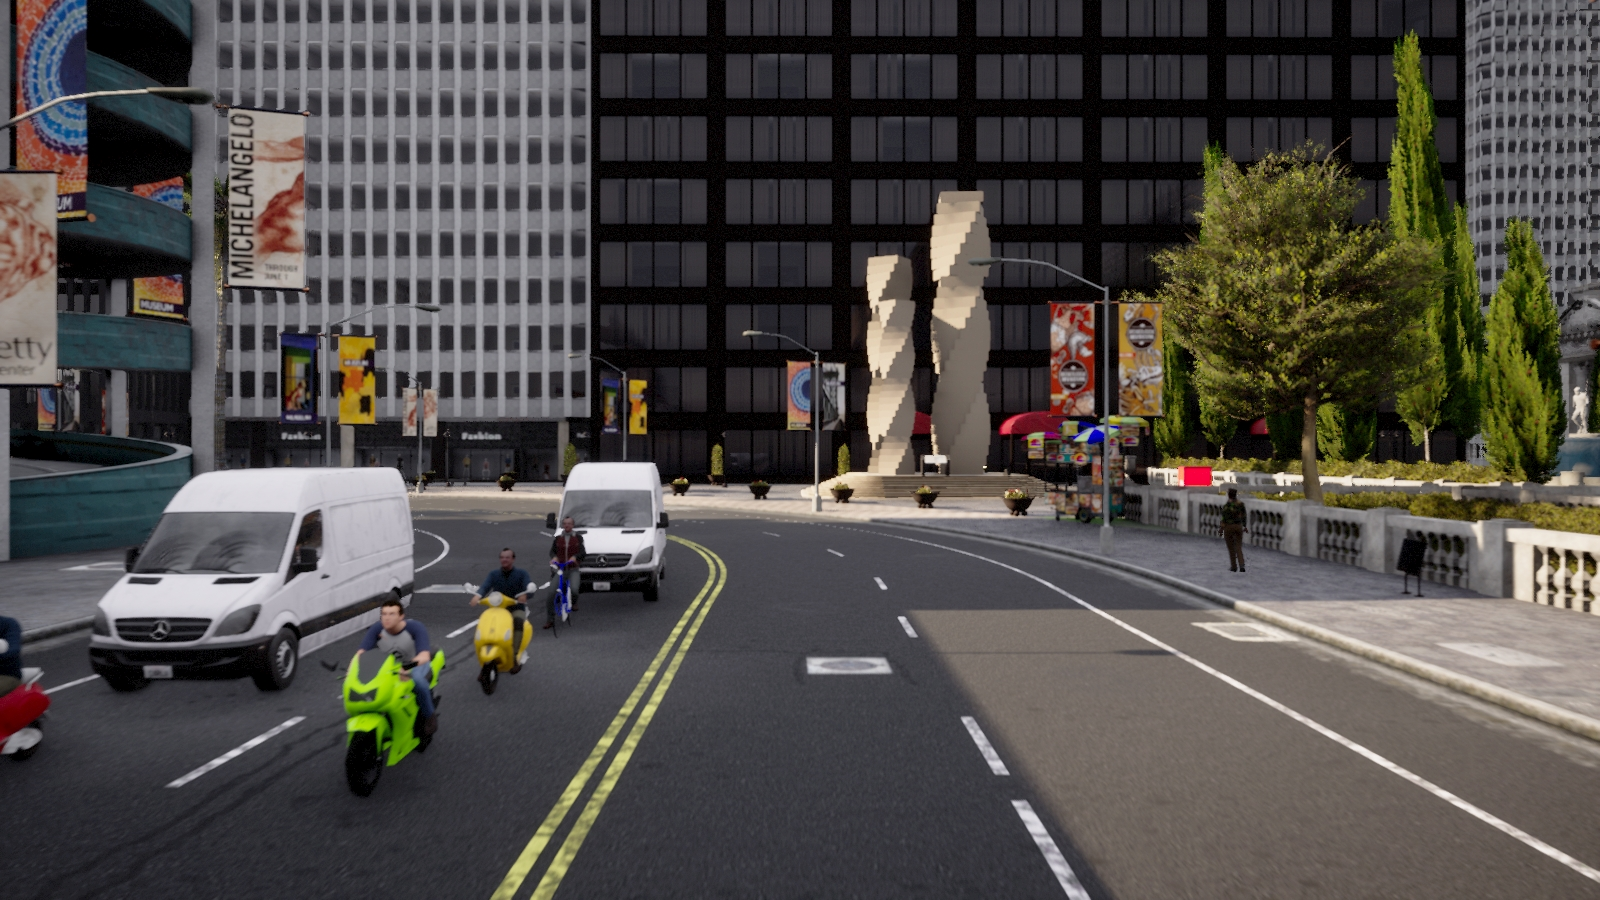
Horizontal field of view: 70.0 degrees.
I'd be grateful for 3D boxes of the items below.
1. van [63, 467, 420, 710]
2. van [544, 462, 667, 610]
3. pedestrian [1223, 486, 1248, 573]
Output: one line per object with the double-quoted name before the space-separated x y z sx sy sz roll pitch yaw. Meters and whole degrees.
"van" -7.060 1.546 15.397 1.988 2.561 5.915 0 0 -1
"van" -3.798 1.552 23.279 1.988 2.561 5.915 0 0 -5
"pedestrian" 9.405 1.715 24.672 0.375 1.860 0.375 0 0 -5
